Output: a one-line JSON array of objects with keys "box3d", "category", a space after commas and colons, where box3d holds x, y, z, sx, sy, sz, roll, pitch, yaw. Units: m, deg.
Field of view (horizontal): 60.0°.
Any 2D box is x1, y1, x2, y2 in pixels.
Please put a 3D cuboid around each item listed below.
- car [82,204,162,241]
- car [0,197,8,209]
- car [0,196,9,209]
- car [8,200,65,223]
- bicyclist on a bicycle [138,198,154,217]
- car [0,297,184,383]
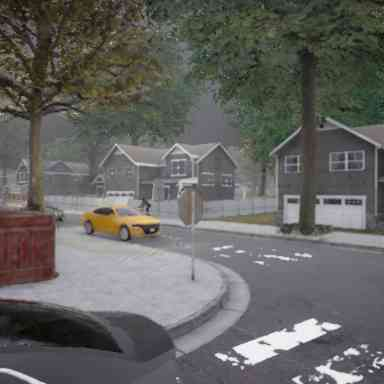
[{"box3d": [-3.607, 1.423, 16.716, 5.008, 1.535, 1.882, 1, 0, 43], "category": "car"}, {"box3d": [-17.943, 1.299, 30.020, 4.181, 1.385, 1.994, 1, 0, 42], "category": "car"}, {"box3d": [-23.615, 1.176, 39.282, 5.357, 1.411, 2.033, 1, 0, 44], "category": "car"}, {"box3d": [-10.635, 1.340, 23.235, 4.902, 1.511, 2.128, 1, 0, 43], "category": "car"}, {"box3d": [-3.448, 1.243, 24.562, 0.582, 1.620, 1.656, 1, 0, 43], "category": "bicyclist on a bicycle"}, {"box3d": [-2.249, 1.495, 1.563, 4.892, 1.490, 1.837, 1, -1, -36], "category": "car"}]
